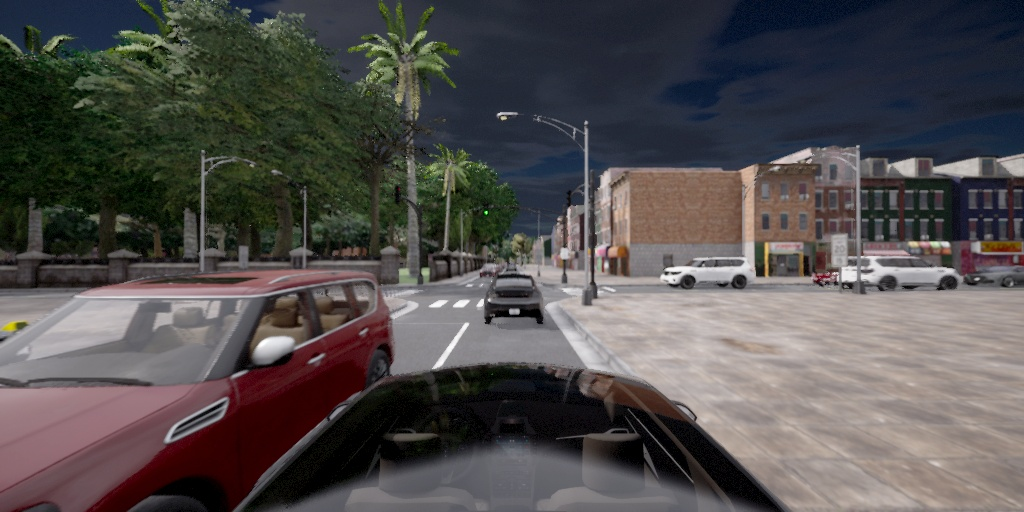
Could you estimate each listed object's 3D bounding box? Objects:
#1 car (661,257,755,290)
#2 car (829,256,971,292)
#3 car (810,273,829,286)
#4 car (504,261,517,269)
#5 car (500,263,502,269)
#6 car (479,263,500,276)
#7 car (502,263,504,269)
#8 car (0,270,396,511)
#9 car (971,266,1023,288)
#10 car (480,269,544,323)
[{"bbox_3d":[12.829,1.097,23.642,5.566,2.045,2.150,0,0,0],"label":"car"},{"bbox_3d":[22.241,1.014,20.753,5.566,2.045,2.150,0,0,0],"label":"car"},{"bbox_3d":[22.651,1.415,23.666,4.718,1.301,1.895,0,0,0],"label":"car"},{"bbox_3d":[-0.085,2.117,65.473,1.994,1.385,4.181,0,-1,0],"label":"car"},{"bbox_3d":[-2.696,1.727,47.073,1.967,1.591,4.097,0,0,0],"label":"car"},{"bbox_3d":[-2.690,1.650,41.386,1.967,1.591,4.097,0,0,0],"label":"car"},{"bbox_3d":[-2.713,2.031,58.449,1.802,1.307,4.207,0,0,0],"label":"car"},{"bbox_3d":[-2.638,1.080,3.242,2.192,1.841,5.009,0,0,0],"label":"car"},{"bbox_3d":[32.695,1.331,23.684,4.181,1.385,1.994,0,0,0],"label":"car"},{"bbox_3d":[0.036,1.367,12.633,1.837,1.490,4.892,0,-1,-1],"label":"car"}]
